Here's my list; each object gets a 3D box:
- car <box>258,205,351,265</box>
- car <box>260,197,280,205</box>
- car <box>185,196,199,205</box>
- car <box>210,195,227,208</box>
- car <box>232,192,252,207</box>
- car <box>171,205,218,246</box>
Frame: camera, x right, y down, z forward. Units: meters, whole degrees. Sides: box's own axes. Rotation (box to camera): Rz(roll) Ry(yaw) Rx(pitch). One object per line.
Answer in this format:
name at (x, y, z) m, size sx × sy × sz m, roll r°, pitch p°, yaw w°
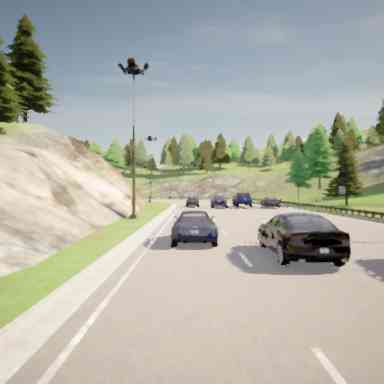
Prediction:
car at (3.603, 1.442, 11.518) m, size 1.882 × 1.535 × 5.008 m, roll 0°, pitch 0°, yaw 0°
car at (10.602, 1.353, 45.369) m, size 2.128 × 1.511 × 4.902 m, roll 0°, pitch 0°, yaw 0°
car at (-0.004, 1.342, 49.076) m, size 2.128 × 1.511 × 4.902 m, roll 0°, pitch 0°, yaw -3°
car at (3.602, 1.213, 45.702) m, size 2.097 × 1.767 × 4.553 m, roll 0°, pitch 0°, yaw 0°
car at (7.090, 1.077, 47.281) m, size 2.150 × 2.045 × 5.566 m, roll 0°, pitch 0°, yaw -1°
car at (0.102, 1.518, 14.988) m, size 1.994 × 1.385 × 4.181 m, roll 0°, pitch 0°, yaw 0°
